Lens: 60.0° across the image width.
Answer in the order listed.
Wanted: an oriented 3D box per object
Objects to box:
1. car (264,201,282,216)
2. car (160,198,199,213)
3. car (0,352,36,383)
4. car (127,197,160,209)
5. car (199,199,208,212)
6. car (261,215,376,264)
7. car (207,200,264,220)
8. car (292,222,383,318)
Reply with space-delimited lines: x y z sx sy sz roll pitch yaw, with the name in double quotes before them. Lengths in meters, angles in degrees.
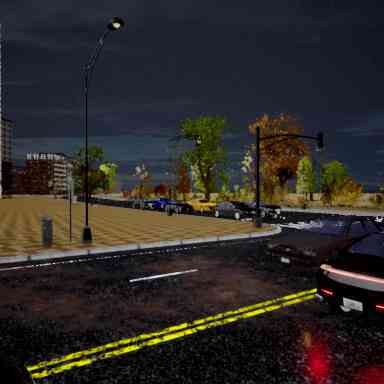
"car" 6.280 1.540 31.257 2.128 1.511 4.902 0 0 -32
"car" -1.480 1.648 37.633 1.994 1.385 4.181 0 0 -32
"car" -3.141 1.492 1.169 4.902 1.511 2.128 0 0 -35
"car" -6.801 1.597 46.417 2.128 1.511 4.902 0 0 -31
"car" 1.052 1.550 39.727 1.882 1.535 5.008 0 0 -31
"car" 4.870 1.546 10.866 5.357 1.411 2.033 0 0 -33
"car" 3.732 1.564 29.198 1.837 1.490 4.892 0 0 -32
"car" 4.444 1.491 6.410 4.902 1.511 2.128 0 0 -34
